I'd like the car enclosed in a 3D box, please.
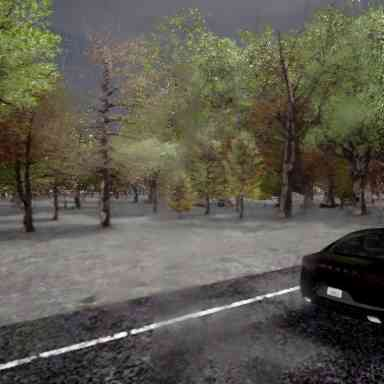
[{"bbox_3d":[4.331,1.478,6.841,5.008,1.535,1.882,0,0,-35],"label":"car"}]
